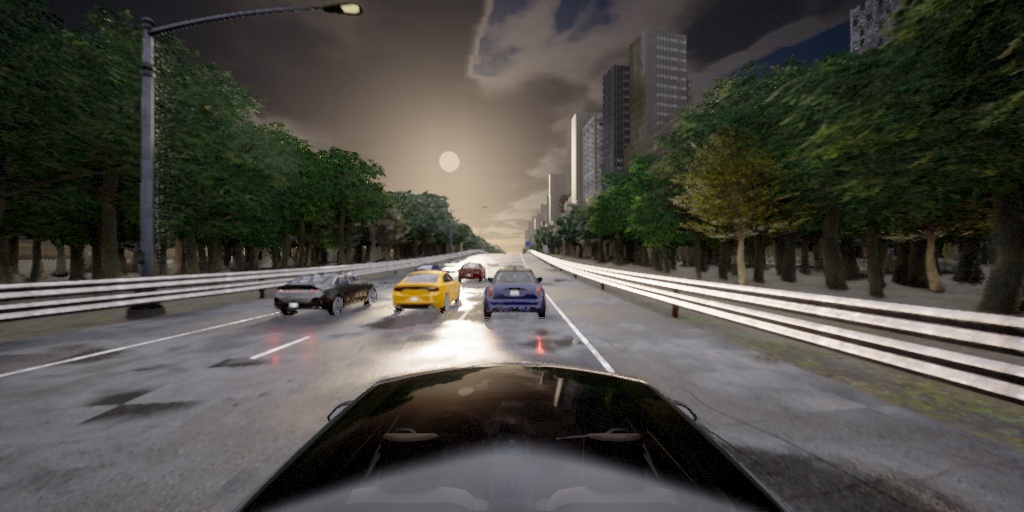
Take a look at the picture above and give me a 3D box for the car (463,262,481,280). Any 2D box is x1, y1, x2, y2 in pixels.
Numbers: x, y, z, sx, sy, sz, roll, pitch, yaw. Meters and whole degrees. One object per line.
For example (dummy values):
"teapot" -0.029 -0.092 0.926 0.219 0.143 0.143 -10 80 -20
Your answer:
"car" -3.264 1.266 29.875 1.882 1.535 5.008 0 1 1

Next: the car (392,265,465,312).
"car" -3.366 1.341 14.946 1.882 1.535 5.008 0 0 1

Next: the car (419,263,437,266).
"car" -6.773 1.320 29.350 1.812 1.442 4.674 0 1 1

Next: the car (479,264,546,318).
"car" 0.115 1.212 13.648 2.097 1.767 4.553 0 0 1

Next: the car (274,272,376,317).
"car" -6.882 1.351 13.783 2.128 1.511 4.902 0 0 1
